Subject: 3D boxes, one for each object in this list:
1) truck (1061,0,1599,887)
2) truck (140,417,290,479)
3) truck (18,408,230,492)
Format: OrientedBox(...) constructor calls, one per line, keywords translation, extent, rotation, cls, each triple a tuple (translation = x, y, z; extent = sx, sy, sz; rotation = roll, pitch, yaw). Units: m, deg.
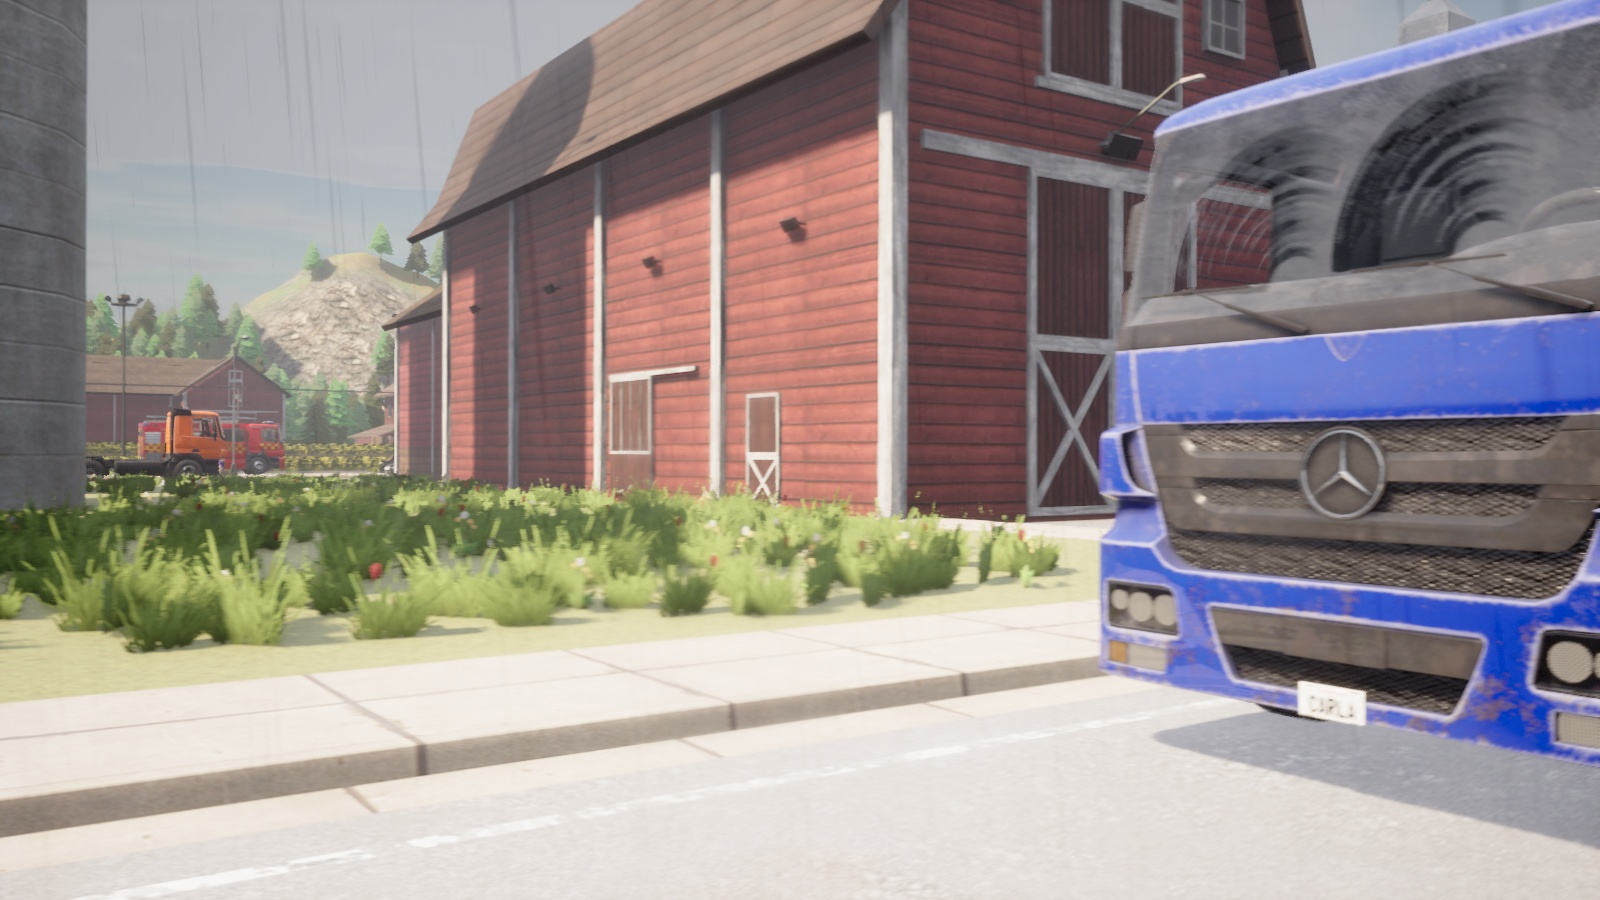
OrientedBox(translation=(5.405, -0.228, 7.424), extent=(7.936, 3.462, 2.891), rotation=(0, 0, -35), cls="truck")
OrientedBox(translation=(-37.828, -0.114, 81.286), extent=(8.468, 3.827, 2.891), rotation=(0, 0, -33), cls="truck")
OrientedBox(translation=(-29.716, -0.012, 55.367), extent=(7.936, 3.462, 2.891), rotation=(0, 0, -35), cls="truck")
